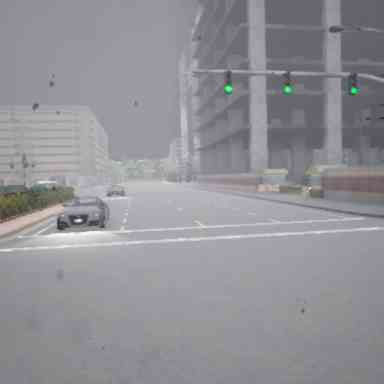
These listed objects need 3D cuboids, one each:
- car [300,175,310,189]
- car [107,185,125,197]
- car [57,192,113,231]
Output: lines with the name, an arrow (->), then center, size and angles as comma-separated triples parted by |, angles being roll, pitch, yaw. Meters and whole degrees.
car -> 14.671, -1.168, 40.162 | 1.905, 1.878, 3.866 | -2, 3, -9
car -> -9.367, -0.121, 41.032 | 1.994, 1.385, 4.181 | -2, 3, -10
car -> -5.089, 0.937, 15.905 | 1.994, 1.385, 4.181 | -2, 3, -10
